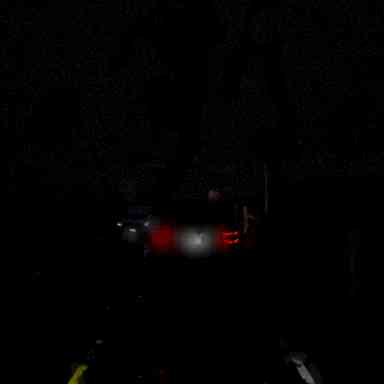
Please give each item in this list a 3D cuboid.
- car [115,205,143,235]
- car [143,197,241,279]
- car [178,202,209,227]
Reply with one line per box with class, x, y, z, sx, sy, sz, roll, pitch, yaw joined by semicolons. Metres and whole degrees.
car;-2.764;1.419;18.216;2.033;1.411;5.357;0;0;0
car;0.099;1.153;9.919;2.150;2.045;5.566;0;1;0
car;0.099;1.443;22.580;1.895;1.301;4.718;0;0;0
